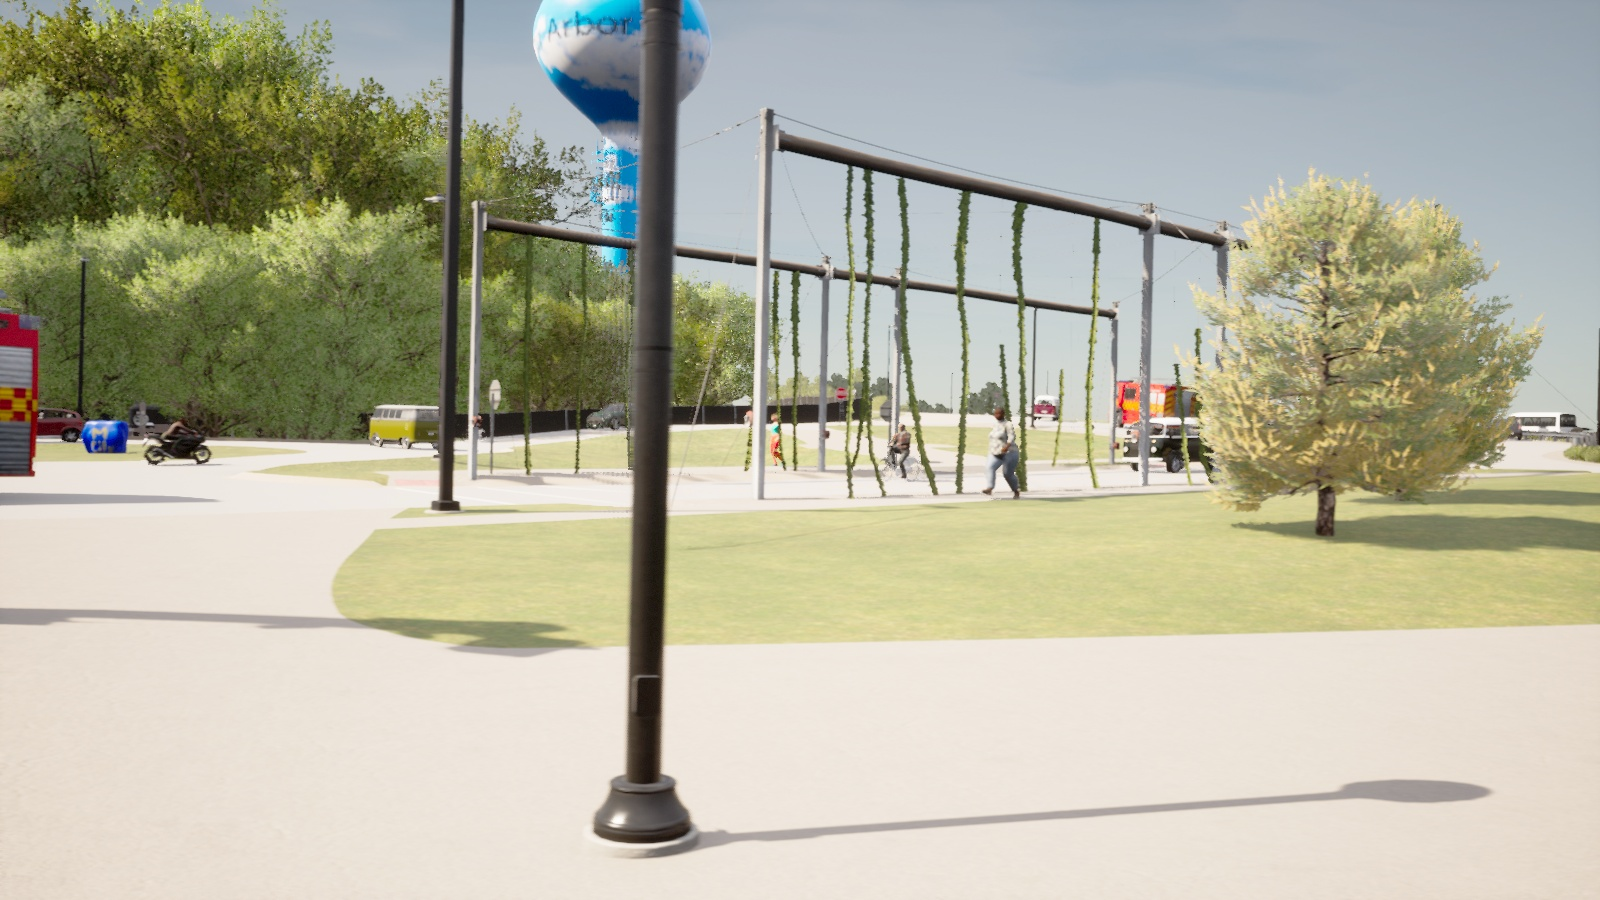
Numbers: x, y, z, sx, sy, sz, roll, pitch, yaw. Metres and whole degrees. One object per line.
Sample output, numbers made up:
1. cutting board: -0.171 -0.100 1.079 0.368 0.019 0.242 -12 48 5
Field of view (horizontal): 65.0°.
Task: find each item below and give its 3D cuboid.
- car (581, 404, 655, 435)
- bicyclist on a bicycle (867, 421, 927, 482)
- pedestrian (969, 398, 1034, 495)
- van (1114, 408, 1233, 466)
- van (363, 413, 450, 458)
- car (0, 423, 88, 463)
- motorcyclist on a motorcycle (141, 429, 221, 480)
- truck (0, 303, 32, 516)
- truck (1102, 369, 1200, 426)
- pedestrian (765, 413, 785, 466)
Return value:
1. car: -11.665 -1.982 80.673 2.097 1.767 4.553 1 4 34
2. bicyclist on a bicycle: 2.898 0.021 37.389 1.843 1.776 0.659 -1 1 -41
3. pedestrian: 3.935 -0.063 24.515 0.900 1.855 0.874 0 0 -40
4. van: 13.996 -0.502 46.931 4.480 2.038 2.069 -2 1 -39
5. van: -17.981 -0.664 57.331 4.442 1.987 1.775 1 1 42
6. car: -33.846 -0.344 55.641 3.705 1.549 1.789 -4 4 -36
7. motorcyclist on a motorcycle: -19.259 0.131 39.090 2.044 1.523 0.797 -2 0 -44
8. truck: -17.748 -0.757 20.428 2.891 3.827 8.468 1 0 36
9. truck: 25.096 -3.862 90.304 2.891 3.827 8.468 0 4 -13
10. pedestrian: -0.848 -0.357 43.080 0.594 1.836 0.345 0 0 -33
